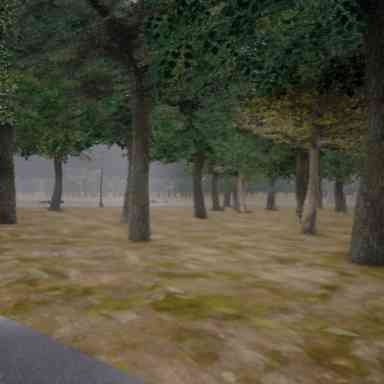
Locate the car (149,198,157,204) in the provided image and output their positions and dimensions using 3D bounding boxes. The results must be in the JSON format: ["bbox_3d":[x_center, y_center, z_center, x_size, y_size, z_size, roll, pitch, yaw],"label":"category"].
[{"bbox_3d":[-11.501,2.342,88.536,2.097,1.767,4.553,1,-1,37],"label":"car"}]

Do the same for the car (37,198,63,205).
[{"bbox_3d":[-28.194,1.842,66.150,1.895,1.301,4.718,1,-1,37],"label":"car"}]
